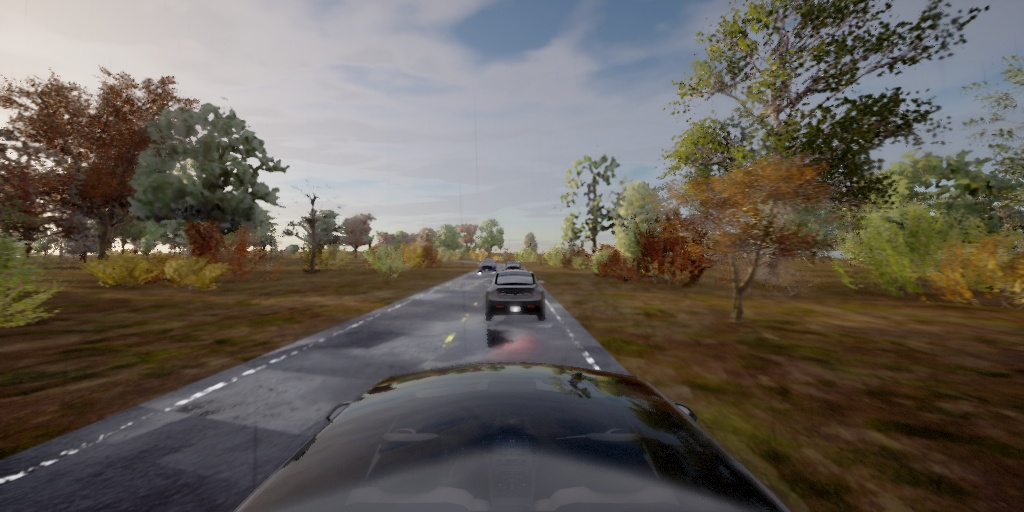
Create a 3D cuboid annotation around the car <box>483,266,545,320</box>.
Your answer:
[{"bbox_3d":[0.095,1.253,12.561,1.837,1.490,4.892,0,0,0],"label":"car"}]

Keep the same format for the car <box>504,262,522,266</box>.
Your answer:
[{"bbox_3d":[0.083,1.251,30.659,1.837,1.490,4.892,0,0,0],"label":"car"}]

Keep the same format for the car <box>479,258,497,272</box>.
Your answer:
[{"bbox_3d":[-3.027,1.099,45.465,2.097,1.767,4.553,0,0,0],"label":"car"}]
